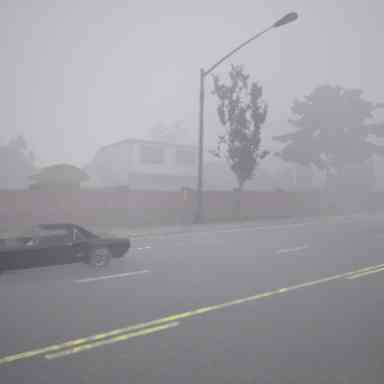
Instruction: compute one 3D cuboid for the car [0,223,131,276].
[{"bbox_3d":[-4.283,1.586,9.524,4.718,1.301,1.895,0,0,-35],"label":"car"}]
